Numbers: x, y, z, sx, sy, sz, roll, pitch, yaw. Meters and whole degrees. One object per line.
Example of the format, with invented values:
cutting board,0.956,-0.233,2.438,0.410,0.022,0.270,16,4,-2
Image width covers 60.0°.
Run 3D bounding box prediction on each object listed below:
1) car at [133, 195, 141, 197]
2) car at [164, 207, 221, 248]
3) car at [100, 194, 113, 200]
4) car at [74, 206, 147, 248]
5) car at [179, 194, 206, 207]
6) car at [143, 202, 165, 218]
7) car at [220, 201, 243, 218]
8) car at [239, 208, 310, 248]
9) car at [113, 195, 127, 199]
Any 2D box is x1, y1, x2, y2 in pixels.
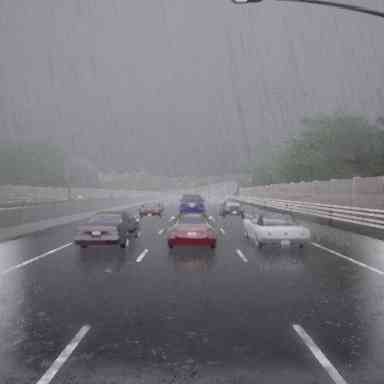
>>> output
car,-12.806,1.451,77.027,1.895,1.301,4.718,0,0,2
car,0.001,1.560,14.658,1.994,1.385,4.181,0,0,0
car,-19.795,1.199,77.421,2.097,1.767,4.553,0,0,2
car,-3.499,1.551,14.657,2.033,1.411,5.357,0,0,0
car,0.015,1.214,29.646,2.150,2.045,5.566,0,0,0
car,-3.485,1.572,29.666,1.895,1.301,4.718,0,0,0
car,3.515,1.490,29.602,1.812,1.442,4.674,0,0,0
car,3.501,1.604,14.687,1.895,1.301,4.718,0,0,0
car,-16.300,1.402,77.224,1.994,1.385,4.181,0,0,2
